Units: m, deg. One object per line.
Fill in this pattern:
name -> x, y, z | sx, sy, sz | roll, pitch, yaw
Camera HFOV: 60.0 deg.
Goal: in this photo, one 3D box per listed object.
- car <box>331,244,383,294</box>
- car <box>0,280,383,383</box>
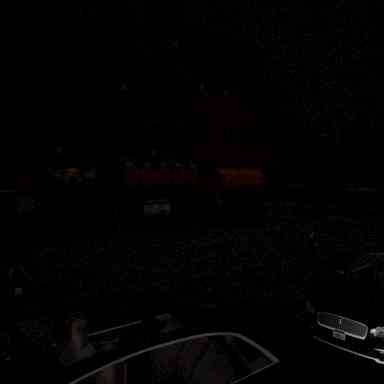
car -> 3.605, 1.548, 5.416 | 4.403, 1.369, 2.008 | 0, -2, -36
car -> -0.827, 1.551, 2.246 | 4.403, 1.369, 2.008 | 0, -2, -36
